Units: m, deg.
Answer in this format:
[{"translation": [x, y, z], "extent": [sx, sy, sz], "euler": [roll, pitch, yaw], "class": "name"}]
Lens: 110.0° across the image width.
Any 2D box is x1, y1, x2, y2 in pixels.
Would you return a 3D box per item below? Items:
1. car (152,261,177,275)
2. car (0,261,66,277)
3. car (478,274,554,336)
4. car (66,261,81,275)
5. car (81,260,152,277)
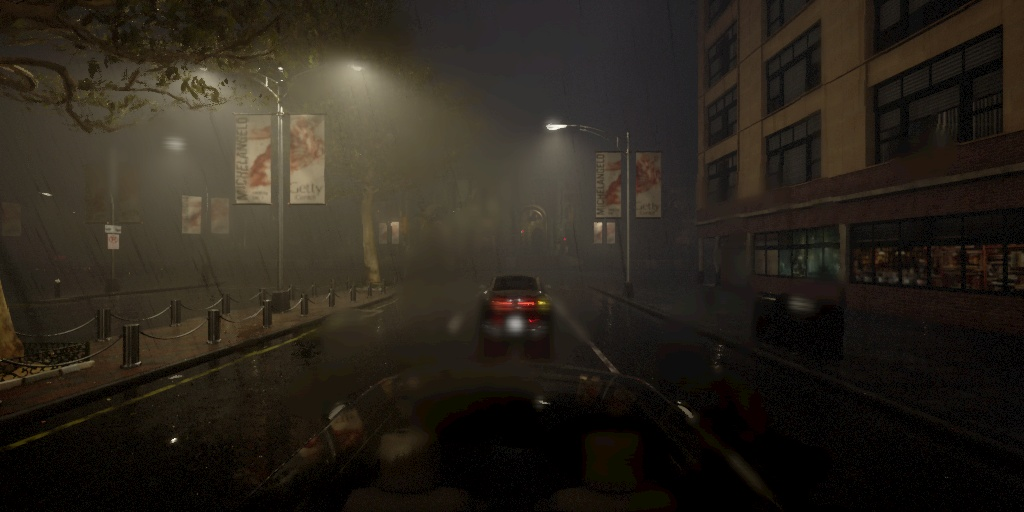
[{"translation": [-38.886, 1.228, 38.376], "extent": [5.008, 1.535, 1.882], "euler": [0, 0, 0], "class": "car"}, {"translation": [-47.252, 1.255, 34.903], "extent": [4.892, 1.490, 1.837], "euler": [0, 0, 0], "class": "car"}, {"translation": [0.126, 1.255, 10.340], "extent": [1.837, 1.490, 4.892], "euler": [0, 0, 1], "class": "car"}, {"translation": [-48.136, 1.242, 38.411], "extent": [4.902, 1.511, 2.128], "euler": [0, 0, 0], "class": "car"}, {"translation": [-38.392, 1.314, 34.870], "extent": [4.181, 1.385, 1.994], "euler": [0, 0, 0], "class": "car"}]
